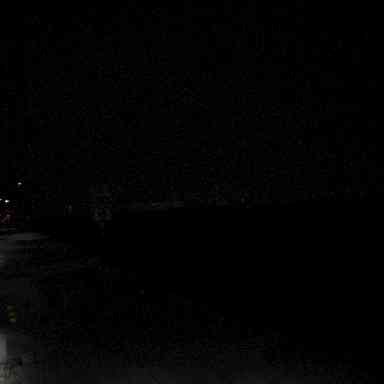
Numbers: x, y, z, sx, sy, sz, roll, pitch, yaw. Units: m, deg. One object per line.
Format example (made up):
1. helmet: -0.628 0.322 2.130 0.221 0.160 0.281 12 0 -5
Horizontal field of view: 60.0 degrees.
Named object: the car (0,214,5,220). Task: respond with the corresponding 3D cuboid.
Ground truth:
1. car: -42.809 5.635 74.053 1.812 1.442 4.674 -4 -2 -31
